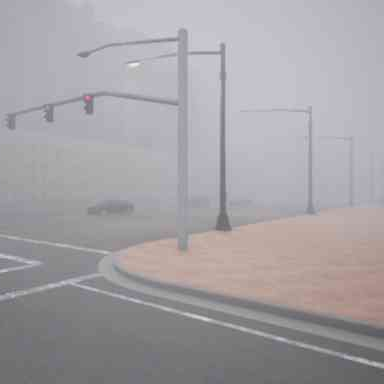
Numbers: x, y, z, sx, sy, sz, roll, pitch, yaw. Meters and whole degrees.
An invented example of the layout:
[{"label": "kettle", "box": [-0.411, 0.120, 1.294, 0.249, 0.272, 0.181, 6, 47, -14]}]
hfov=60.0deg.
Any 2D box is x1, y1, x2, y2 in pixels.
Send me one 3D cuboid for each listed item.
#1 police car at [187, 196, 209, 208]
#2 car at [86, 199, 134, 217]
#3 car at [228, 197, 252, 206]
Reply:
[{"label": "police car", "box": [0.555, 1.425, 49.428, 1.930, 1.638, 5.238, 0, 0, 36]}, {"label": "car", "box": [-7.767, 1.477, 32.006, 1.882, 1.535, 5.008, 0, 0, 36]}, {"label": "car", "box": [7.747, 1.548, 53.493, 2.033, 1.411, 5.357, 0, 0, 36]}]
